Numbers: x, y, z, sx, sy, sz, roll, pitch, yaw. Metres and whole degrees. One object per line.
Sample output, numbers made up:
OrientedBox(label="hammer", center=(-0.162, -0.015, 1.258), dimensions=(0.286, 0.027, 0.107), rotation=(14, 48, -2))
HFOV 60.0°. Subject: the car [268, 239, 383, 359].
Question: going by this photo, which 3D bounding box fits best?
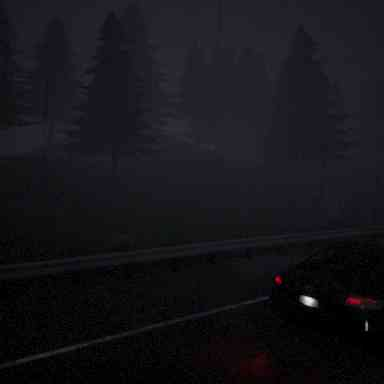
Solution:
OrientedBox(label="car", center=(3.364, 1.573, 6.004), dimensions=(4.181, 1.385, 1.994), rotation=(0, 0, -34))
